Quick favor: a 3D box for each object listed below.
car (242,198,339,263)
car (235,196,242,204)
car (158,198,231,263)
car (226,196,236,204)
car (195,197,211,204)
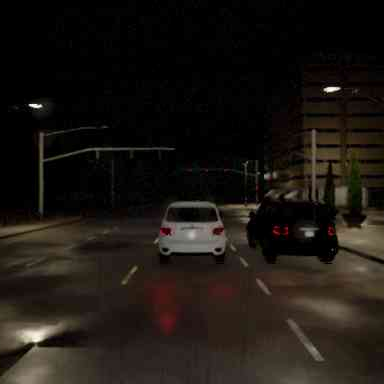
[{"bbox_3d":[3.504,1.350,12.575,2.150,2.045,5.566,0,0,0],"label":"car"},{"bbox_3d":[14.609,2.405,87.542,5.357,1.411,2.033,0,-1,-41],"label":"car"},{"bbox_3d":[0.005,1.350,12.585,2.150,2.045,5.566,0,0,0],"label":"car"},{"bbox_3d":[11.234,2.106,89.198,5.566,2.045,2.150,1,-1,-45],"label":"car"},{"bbox_3d":[2.916,2.190,84.501,2.097,1.767,4.553,0,-1,31],"label":"car"}]
